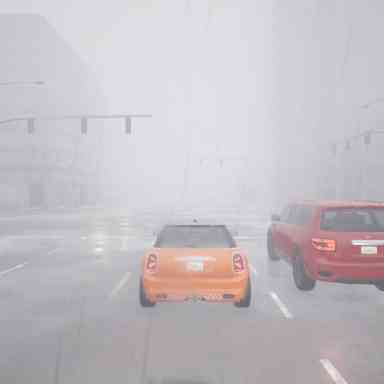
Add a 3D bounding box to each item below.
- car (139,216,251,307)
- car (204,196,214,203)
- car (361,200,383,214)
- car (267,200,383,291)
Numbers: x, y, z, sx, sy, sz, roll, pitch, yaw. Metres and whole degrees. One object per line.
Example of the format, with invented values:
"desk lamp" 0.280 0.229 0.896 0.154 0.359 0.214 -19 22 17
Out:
"car" 0.077 1.352 8.115 2.097 1.767 4.553 0 0 1
"car" 3.709 1.525 71.099 1.812 1.442 4.674 0 0 0
"car" 20.540 1.564 35.269 4.181 1.385 1.994 0 0 1
"car" 3.556 1.221 9.134 2.150 2.045 5.566 0 0 3
